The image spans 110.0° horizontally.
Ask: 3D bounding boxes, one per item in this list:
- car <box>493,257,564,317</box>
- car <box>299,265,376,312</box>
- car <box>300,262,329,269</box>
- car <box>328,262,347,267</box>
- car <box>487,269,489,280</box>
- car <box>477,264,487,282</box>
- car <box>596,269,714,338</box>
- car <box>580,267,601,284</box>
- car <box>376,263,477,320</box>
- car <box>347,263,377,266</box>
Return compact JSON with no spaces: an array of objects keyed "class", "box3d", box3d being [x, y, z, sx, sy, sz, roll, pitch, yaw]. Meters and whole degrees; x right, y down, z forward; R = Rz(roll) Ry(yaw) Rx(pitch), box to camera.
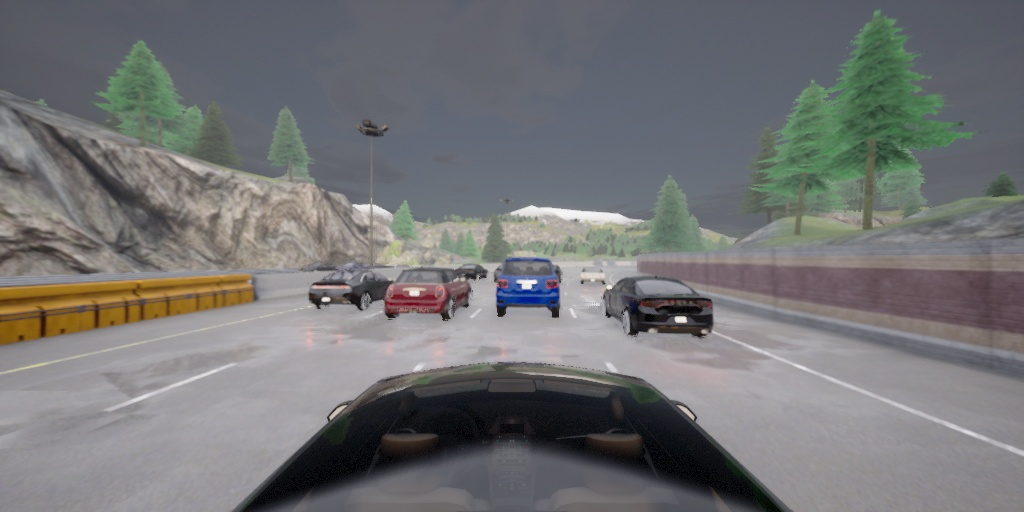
[{"class":"car","box3d":[0.694,1.058,13.806,2.150,2.045,5.566,0,0,5]},{"class":"car","box3d":[-6.209,1.314,14.796,2.128,1.511,4.902,0,0,5]},{"class":"car","box3d":[-22.790,1.471,42.525,1.837,1.490,4.892,0,-1,15]},{"class":"car","box3d":[-19.122,1.503,42.779,1.812,1.442,4.674,0,-1,15]},{"class":"car","box3d":[-0.252,1.442,30.715,2.128,1.511,4.902,0,0,12]},{"class":"car","box3d":[-3.505,1.429,32.216,1.882,1.535,5.008,0,0,12]},{"class":"car","box3d":[3.959,1.301,10.555,1.882,1.535,5.008,0,0,4]},{"class":"car","box3d":[6.571,1.562,29.320,1.895,1.301,4.718,0,0,12]},{"class":"car","box3d":[-2.838,1.173,13.146,2.097,1.767,4.553,0,0,5]},{"class":"car","box3d":[-15.979,1.524,41.140,2.033,1.411,5.357,0,0,14]}]
